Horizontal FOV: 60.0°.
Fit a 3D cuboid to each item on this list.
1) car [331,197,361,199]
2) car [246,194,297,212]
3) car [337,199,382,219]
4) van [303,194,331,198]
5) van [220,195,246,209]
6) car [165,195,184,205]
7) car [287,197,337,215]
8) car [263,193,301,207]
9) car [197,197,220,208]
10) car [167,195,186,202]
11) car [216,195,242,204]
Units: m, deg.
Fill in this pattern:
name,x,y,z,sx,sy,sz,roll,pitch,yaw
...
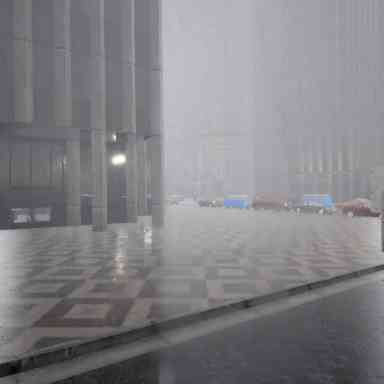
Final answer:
name,x,y,z,sx,sy,sz,roll,pitch,yaw
car,19.076,1.385,38.461,1.752,1.417,4.829,-1,1,-36
car,9.016,1.290,37.858,2.192,1.841,5.009,-1,1,-36
car,15.453,1.567,28.877,1.887,1.381,4.507,-1,1,-36
van,15.958,1.178,42.813,1.690,1.788,3.998,-1,1,-36
van,5.798,1.294,42.351,1.690,1.788,3.998,-1,1,-36
car,-3.852,1.438,55.828,2.008,1.369,4.403,-1,1,-36
car,12.235,1.549,33.369,2.008,1.369,4.403,-1,1,-36
car,12.742,1.130,47.305,2.192,1.841,5.009,-1,1,-36
car,2.582,1.371,46.843,1.967,1.590,4.097,-1,1,-36
car,-3.334,1.257,69.771,2.008,1.369,4.403,-1,1,-36
car,6.214,1.296,56.431,1.752,1.417,4.829,-1,1,-36
